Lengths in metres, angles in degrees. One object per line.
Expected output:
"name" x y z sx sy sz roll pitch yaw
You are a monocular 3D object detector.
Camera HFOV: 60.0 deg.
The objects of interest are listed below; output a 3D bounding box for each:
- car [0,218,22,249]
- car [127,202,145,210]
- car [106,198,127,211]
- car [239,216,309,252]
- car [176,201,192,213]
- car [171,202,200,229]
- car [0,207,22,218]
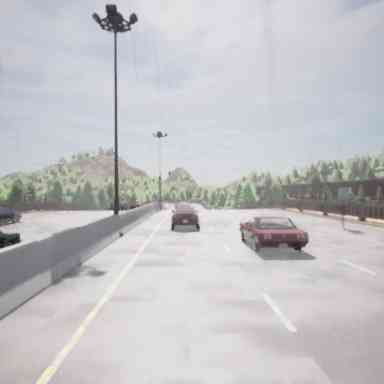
"car" -7.330 1.714 10.314 1.895 1.301 4.718 0 0 -2
"car" -8.438 2.213 51.826 1.895 1.301 4.718 0 -3 -1
"car" -12.011 2.022 54.856 2.150 2.045 5.566 0 -3 -1
"car" 3.260 1.671 14.266 1.895 1.301 4.718 0 0 -1
"car" -0.986 1.874 41.493 1.895 1.301 4.718 0 0 -2
"car" -0.463 1.675 22.891 1.812 1.442 4.674 0 0 -1
"car" -14.733 1.799 24.861 2.033 1.411 5.357 0 0 -2
